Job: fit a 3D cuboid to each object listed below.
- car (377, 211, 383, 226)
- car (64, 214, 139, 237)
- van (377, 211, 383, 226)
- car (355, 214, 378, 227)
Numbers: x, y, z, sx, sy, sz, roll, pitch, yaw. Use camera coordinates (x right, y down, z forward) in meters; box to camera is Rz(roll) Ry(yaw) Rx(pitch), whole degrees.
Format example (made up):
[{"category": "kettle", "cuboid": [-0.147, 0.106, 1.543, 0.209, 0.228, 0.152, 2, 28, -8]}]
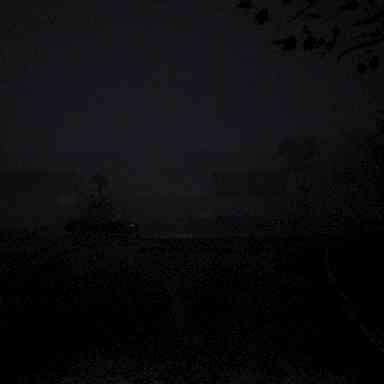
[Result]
[{"category": "car", "cuboid": [23.552, 2.879, 36.563, 4.553, 1.767, 2.097, -1, -6, -4]}, {"category": "car", "cuboid": [-6.090, 2.254, 22.647, 4.902, 1.511, 2.128, 0, -5, -4]}, {"category": "van", "cuboid": [25.868, 3.246, 41.582, 1.878, 1.987, 4.442, 2, -7, -24]}, {"category": "car", "cuboid": [22.925, 3.502, 41.297, 1.946, 1.575, 5.366, 2, -7, -24]}]
